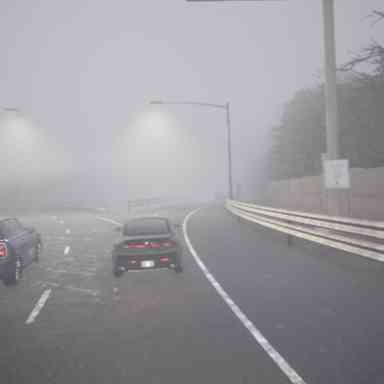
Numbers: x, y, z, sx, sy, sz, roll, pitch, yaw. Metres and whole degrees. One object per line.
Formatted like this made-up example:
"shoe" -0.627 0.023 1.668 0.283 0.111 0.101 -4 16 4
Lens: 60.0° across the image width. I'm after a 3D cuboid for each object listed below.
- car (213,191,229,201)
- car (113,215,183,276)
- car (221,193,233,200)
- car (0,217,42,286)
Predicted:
"car" 6.087 0.896 72.378 2.150 2.045 5.566 -2 -1 14
"car" -1.363 1.493 10.489 1.837 1.490 4.892 -2 0 -7
"car" 8.698 1.091 82.361 2.097 1.767 4.553 -2 -2 15
"car" -5.849 1.515 9.729 2.097 1.767 4.553 -2 0 -15
